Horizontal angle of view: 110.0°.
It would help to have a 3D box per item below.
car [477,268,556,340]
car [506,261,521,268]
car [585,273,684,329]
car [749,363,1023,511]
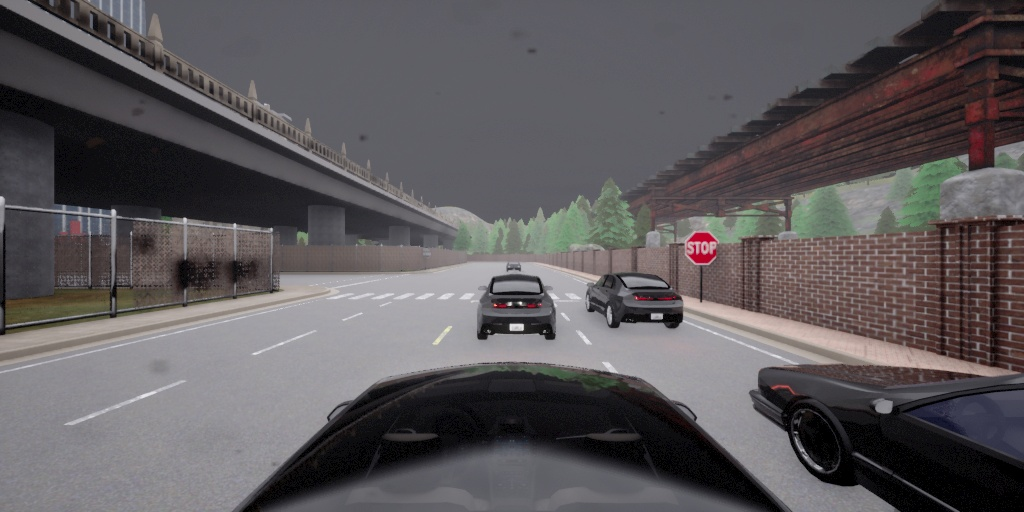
[{"bbox_3d":[0.104,1.255,9.959,1.837,1.490,4.892,0,0,0],"label":"car"},{"bbox_3d":[0.212,1.351,46.249,1.895,1.301,4.718,0,0,-1],"label":"car"},{"bbox_3d":[3.606,1.255,11.316,1.837,1.490,4.892,0,0,0],"label":"car"},{"bbox_3d":[3.600,1.297,1.570,2.033,1.411,5.357,0,0,0],"label":"car"}]
